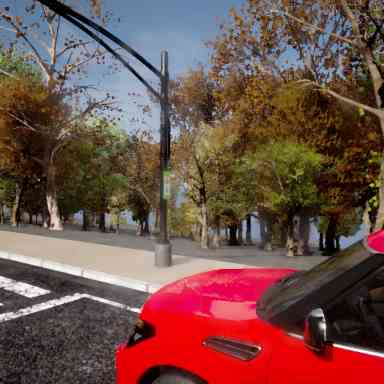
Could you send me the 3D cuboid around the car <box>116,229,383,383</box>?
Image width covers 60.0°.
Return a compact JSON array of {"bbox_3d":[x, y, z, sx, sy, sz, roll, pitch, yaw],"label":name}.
[{"bbox_3d":[1.984,1.222,2.298,5.566,2.045,2.150,0,0,34],"label":"car"}]
